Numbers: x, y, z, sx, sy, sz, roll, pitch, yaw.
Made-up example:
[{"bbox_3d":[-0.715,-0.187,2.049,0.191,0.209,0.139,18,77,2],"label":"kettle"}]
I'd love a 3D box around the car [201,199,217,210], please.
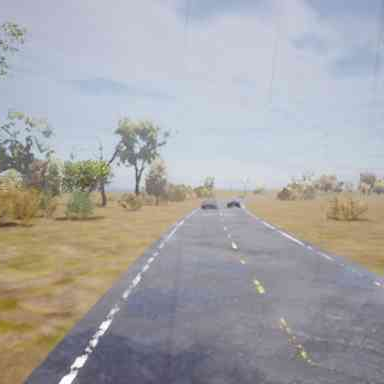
[{"bbox_3d":[2.282,1.550,43.152,1.994,1.385,4.181,0,0,6],"label":"car"}]

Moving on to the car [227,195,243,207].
[{"bbox_3d":[6.296,1.601,50.406,1.895,1.301,4.718,0,0,7],"label":"car"}]

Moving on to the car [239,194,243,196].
[{"bbox_3d":[9.043,1.547,70.100,2.033,1.411,5.357,0,0,10],"label":"car"}]
